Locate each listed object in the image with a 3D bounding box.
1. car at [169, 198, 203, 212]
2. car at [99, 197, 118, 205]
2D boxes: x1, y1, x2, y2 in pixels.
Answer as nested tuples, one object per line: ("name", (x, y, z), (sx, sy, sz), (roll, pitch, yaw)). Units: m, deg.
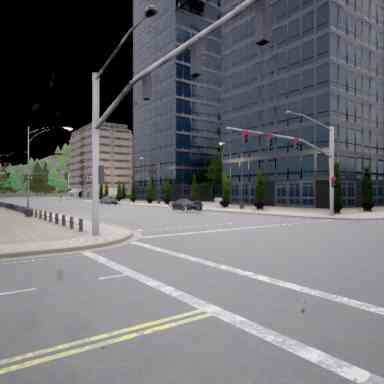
("car", (-0.734, 1.449, 37.310), (1.837, 1.490, 4.892), (0, 0, -35))
("car", (-14.535, 1.492, 57.070), (2.033, 1.411, 5.357), (0, 0, -35))
